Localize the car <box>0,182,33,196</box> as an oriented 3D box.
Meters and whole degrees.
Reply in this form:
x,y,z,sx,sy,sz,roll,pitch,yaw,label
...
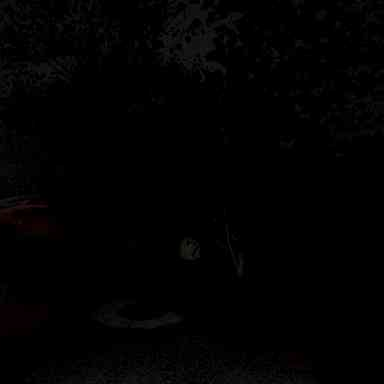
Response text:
x,y,z,sx,sy,sz,roll,pitch,yaw,label
-27.561,-0.481,51.028,5.566,2.045,2.435,1,1,-30,car

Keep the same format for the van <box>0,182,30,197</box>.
x,y,z,sx,sy,sz,roll,pitch,yaw,label
-26.254,-0.369,48.587,4.442,1.987,1.878,1,1,-30,van

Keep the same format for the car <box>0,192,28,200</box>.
x,y,z,sx,sy,sz,roll,pitch,yaw,label
-8.202,1.086,17.614,4.553,1.767,2.185,1,2,-30,car

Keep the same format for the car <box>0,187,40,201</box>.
x,y,z,sx,sy,sz,roll,pitch,yaw,label
-20.599,0.252,39.077,4.792,1.488,2.163,1,1,-30,car

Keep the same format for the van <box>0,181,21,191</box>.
x,y,z,sx,sy,sz,roll,pitch,yaw,label
-39.962,-1.255,72.789,4.442,1.987,1.878,1,1,-30,van

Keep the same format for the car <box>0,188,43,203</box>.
x,y,z,sx,sy,sz,roll,pitch,yaw,label
-19.280,0.348,36.793,4.792,1.488,2.163,1,2,-30,car

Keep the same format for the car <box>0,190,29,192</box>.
x,y,z,sx,sy,sz,roll,pitch,yaw,label
-12.483,0.872,24.592,5.366,1.575,1.946,1,2,-30,car

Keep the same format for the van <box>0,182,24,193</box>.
x,y,z,sx,sy,sz,roll,pitch,yaw,label
-34.423,-0.900,63.198,4.442,1.987,1.878,1,1,-30,van

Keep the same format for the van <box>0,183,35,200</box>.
x,y,z,sx,sy,sz,roll,pitch,yaw,label
-22.085,-0.099,41.384,4.442,1.987,1.878,1,1,-30,van

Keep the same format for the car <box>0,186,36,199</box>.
x,y,z,sx,sy,sz,roll,pitch,yaw,label
-23.386,0.036,43.857,5.008,1.535,2.097,1,1,-30,car

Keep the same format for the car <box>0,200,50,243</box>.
x,y,z,sx,sy,sz,roll,pitch,yaw,label
-6.853,1.323,15.201,5.008,1.535,2.097,1,2,-30,car

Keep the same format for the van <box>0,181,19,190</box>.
x,y,z,sx,sy,sz,roll,pitch,yaw,label
-42.937,-1.436,77.474,4.442,1.987,1.878,1,1,-30,van

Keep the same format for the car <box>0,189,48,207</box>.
x,y,z,sx,sy,sz,roll,pitch,yaw,label
-16.499,0.569,31.862,4.792,1.488,2.163,1,2,-30,car

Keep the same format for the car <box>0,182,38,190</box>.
x,y,z,sx,sy,sz,roll,pitch,yaw,label
-15.057,0.402,29.486,5.566,2.045,2.435,1,2,-30,car

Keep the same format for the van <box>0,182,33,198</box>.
x,y,z,sx,sy,sz,roll,pitch,yaw,label
-24.668,-0.276,46.306,4.442,1.987,1.878,1,1,-30,van
